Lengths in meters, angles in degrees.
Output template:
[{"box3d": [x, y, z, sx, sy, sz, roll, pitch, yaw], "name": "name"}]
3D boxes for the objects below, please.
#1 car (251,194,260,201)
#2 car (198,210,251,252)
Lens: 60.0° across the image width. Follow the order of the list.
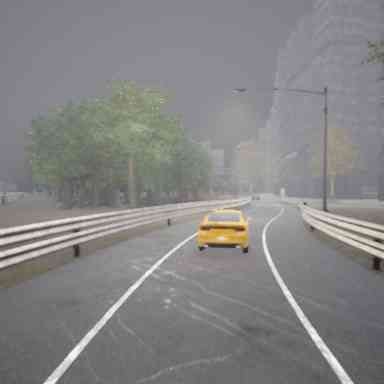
[{"box3d": [15.949, 1.310, 84.653, 2.097, 1.767, 4.553, 0, 0, 0], "name": "car"}, {"box3d": [1.464, 1.482, 14.142, 1.882, 1.535, 5.008, 0, 0, 10], "name": "car"}]
